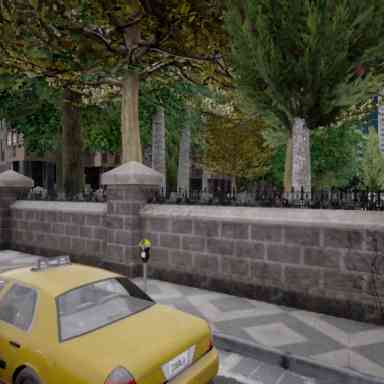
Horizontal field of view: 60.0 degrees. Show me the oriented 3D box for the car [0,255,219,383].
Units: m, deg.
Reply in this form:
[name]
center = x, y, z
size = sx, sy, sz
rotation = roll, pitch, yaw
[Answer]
[car]
center = -1.997, 1.525, 4.383
size = 4.829, 1.417, 1.752
rotation = 0, 0, 35
